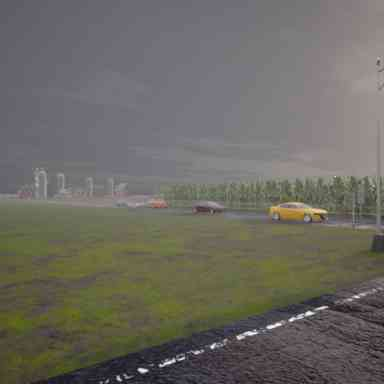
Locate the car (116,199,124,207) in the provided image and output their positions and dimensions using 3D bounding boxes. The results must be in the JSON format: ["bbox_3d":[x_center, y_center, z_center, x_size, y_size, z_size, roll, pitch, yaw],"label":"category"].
[{"bbox_3d":[-13.329,2.123,64.969,1.994,1.385,4.181,0,-1,-34],"label":"car"}]

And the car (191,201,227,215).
[{"bbox_3d":[1.893,1.737,37.407,1.882,1.535,5.008,0,-1,-34],"label":"car"}]

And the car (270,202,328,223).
[{"bbox_3d":[8.706,1.627,27.418,1.882,1.535,5.008,0,0,-34],"label":"car"}]

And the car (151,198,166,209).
[{"bbox_3d":[-6.129,1.792,54.418,2.097,1.767,4.553,0,-1,-34],"label":"car"}]

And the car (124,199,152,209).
[{"bbox_3d":[-8.647,2.034,52.981,1.895,1.301,4.718,0,-1,-34],"label":"car"}]
